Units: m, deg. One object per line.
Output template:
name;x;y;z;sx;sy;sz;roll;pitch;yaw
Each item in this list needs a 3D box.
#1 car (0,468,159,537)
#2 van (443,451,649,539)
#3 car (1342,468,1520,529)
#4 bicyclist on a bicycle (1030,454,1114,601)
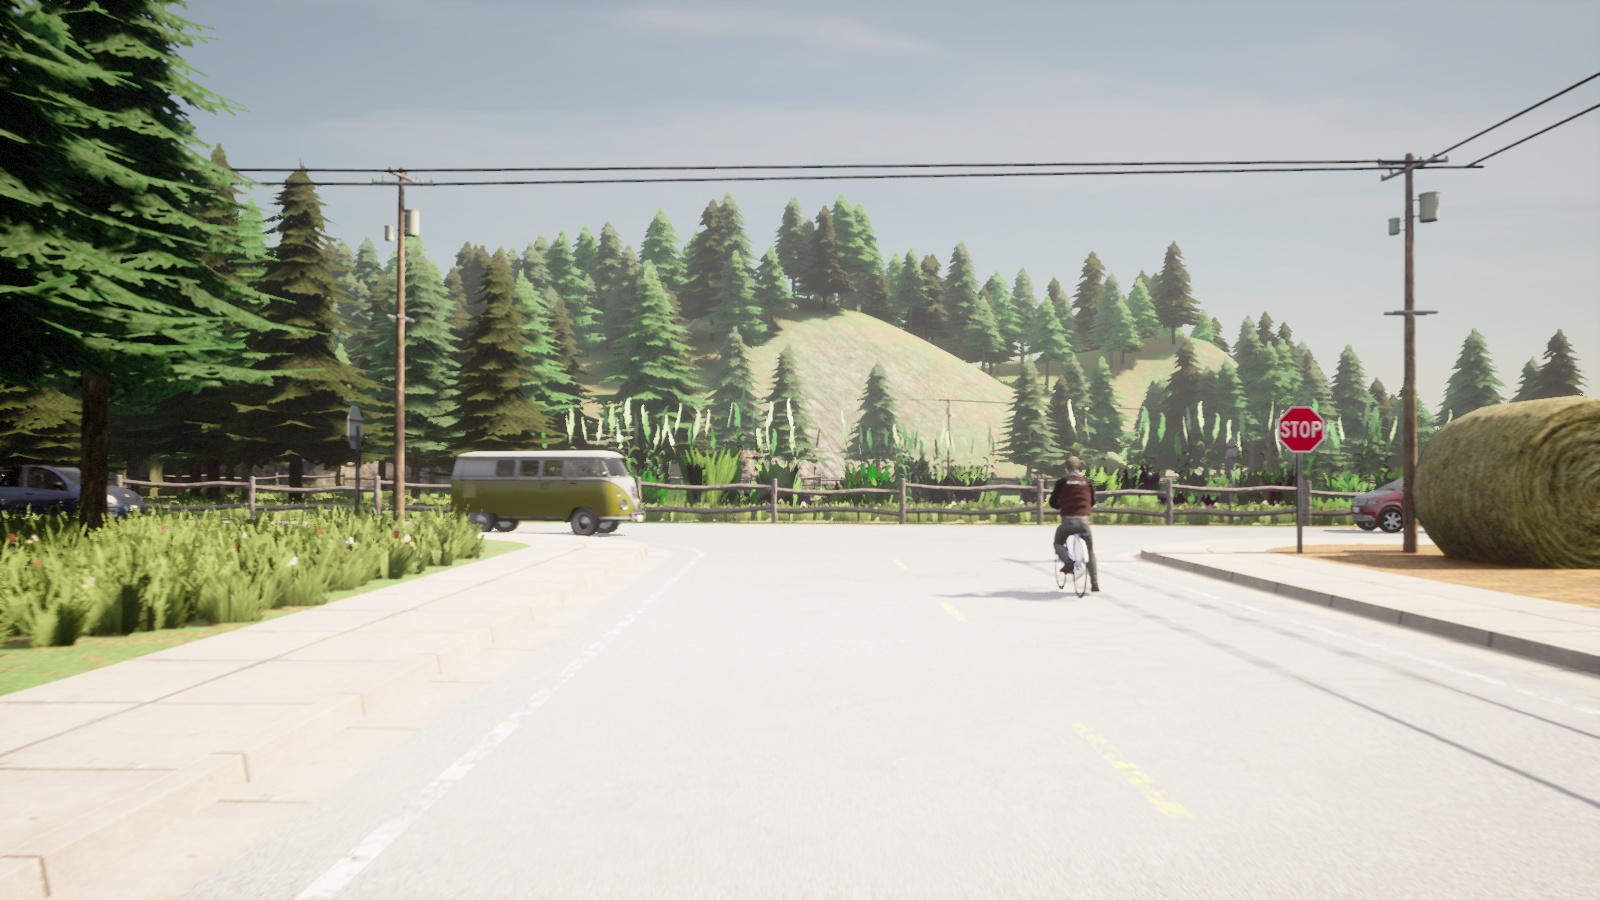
car;-18.145;1.265;30.702;3.988;1.617;1.851;0;-1;2
van;-5.986;1.056;29.759;4.442;1.987;1.775;0;-1;11
car;16.320;1.239;32.626;3.705;1.549;1.789;0;-1;3
bicyclist on a bicycle;3.460;0.941;16.103;0.659;1.776;1.843;0;-1;0
